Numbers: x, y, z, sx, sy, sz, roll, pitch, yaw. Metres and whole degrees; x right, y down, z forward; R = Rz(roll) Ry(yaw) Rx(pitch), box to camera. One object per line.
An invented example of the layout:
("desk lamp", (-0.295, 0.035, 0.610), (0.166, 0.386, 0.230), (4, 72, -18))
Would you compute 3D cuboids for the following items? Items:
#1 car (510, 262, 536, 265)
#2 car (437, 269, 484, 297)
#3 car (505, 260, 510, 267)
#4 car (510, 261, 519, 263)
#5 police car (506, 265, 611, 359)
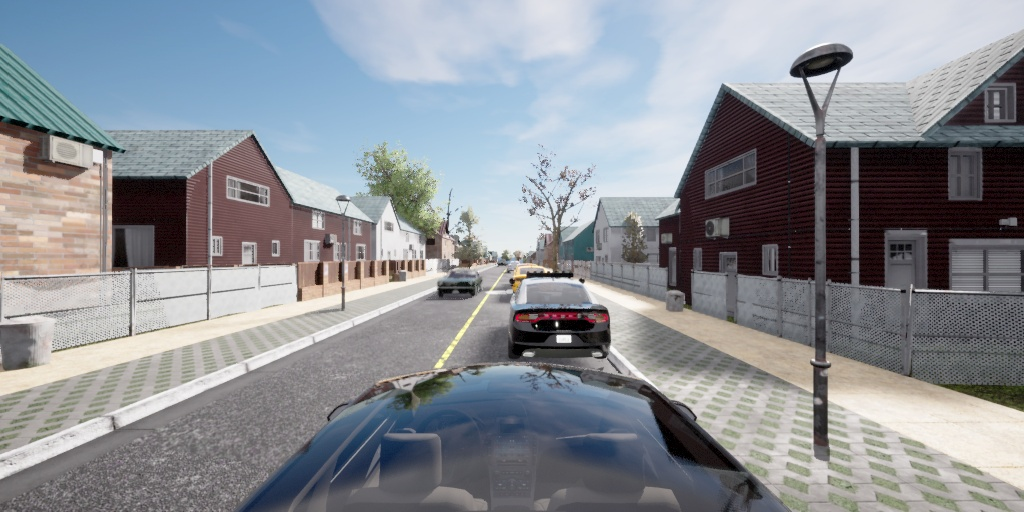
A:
("car", (0.957, 1.238, 18.445), (1.882, 1.535, 5.008), (0, 0, 0))
("car", (-2.615, 1.361, 18.861), (1.895, 1.301, 4.718), (0, 0, 0))
("car", (0.365, 1.383, 45.720), (1.812, 1.442, 4.674), (0, 0, 1))
("car", (1.001, 1.250, 24.446), (1.882, 1.535, 5.008), (0, 0, 0))
("police car", (0.883, 1.176, 8.555), (1.930, 1.638, 5.238), (0, 0, 0))
